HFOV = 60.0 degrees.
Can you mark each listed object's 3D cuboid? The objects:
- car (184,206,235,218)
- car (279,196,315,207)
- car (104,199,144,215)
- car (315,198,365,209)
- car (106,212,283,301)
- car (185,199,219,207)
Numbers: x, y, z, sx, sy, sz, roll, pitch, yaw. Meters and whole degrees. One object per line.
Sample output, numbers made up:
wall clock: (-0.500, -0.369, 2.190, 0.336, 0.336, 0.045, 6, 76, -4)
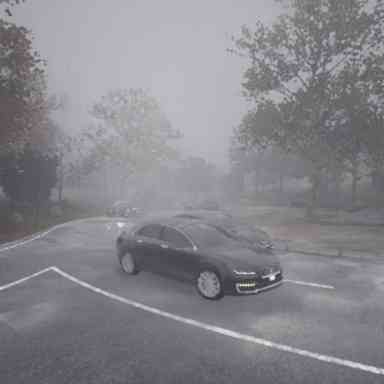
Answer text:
car: (0.677, 1.484, 12.121, 1.837, 1.490, 4.892, -2, 1, -39)
car: (14.399, 1.331, 45.375, 4.902, 1.511, 2.128, 0, 0, 3)
car: (-6.080, 1.469, 30.339, 1.837, 1.490, 4.892, -1, 0, 19)
car: (18.658, 1.495, 41.708, 5.357, 1.411, 2.033, 1, 0, 14)
car: (-0.076, 1.490, 8.522, 4.892, 1.490, 1.837, 1, 1, 45)
car: (1.080, 1.501, 36.565, 4.181, 1.385, 1.994, 0, 0, -44)
